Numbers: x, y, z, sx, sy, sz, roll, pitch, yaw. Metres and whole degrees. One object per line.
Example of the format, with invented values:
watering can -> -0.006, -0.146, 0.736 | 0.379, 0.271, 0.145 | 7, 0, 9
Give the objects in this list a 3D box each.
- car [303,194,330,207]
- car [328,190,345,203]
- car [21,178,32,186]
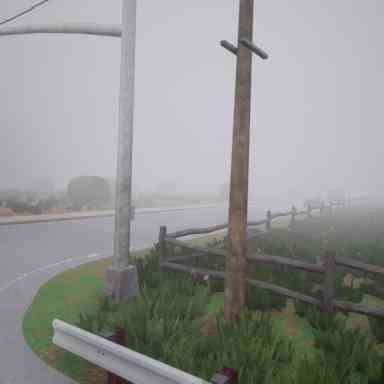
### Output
car -> 15.425, 1.201, 41.621 | 1.895, 1.301, 4.718 | 3, 2, 33
car -> 23.037, 0.799, 53.229 | 2.150, 2.045, 5.566 | 3, 2, 33
car -> -39.107, -2.272, 79.194 | 1.905, 1.878, 3.866 | 8, 2, -13
